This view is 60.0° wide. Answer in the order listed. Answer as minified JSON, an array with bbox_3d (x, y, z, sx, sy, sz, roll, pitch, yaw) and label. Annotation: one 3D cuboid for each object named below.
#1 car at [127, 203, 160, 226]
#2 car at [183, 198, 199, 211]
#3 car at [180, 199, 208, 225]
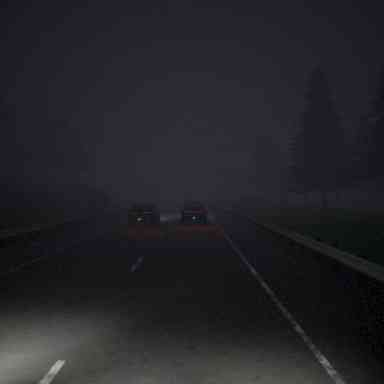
[{"bbox_3d":[-3.371,1.554,23.806,2.128,1.511,4.902,0,0,0],"label":"car"},{"bbox_3d":[-0.171,1.589,42.549,1.882,1.535,5.008,0,0,-2],"label":"car"},{"bbox_3d":[0.127,1.557,24.885,2.128,1.511,4.902,0,0,0],"label":"car"}]
